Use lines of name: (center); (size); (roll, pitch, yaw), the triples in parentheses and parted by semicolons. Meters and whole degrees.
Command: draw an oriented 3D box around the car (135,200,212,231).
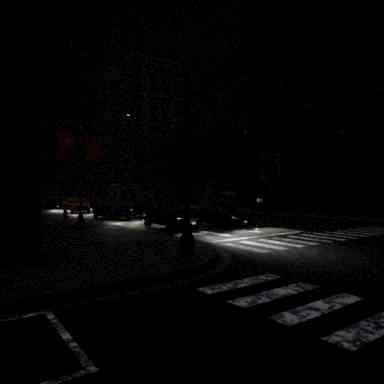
car: (-1.316, 1.470, 20.498); (2.128, 1.511, 4.902); (0, 0, -36)

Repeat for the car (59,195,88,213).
car: (-12.637, 1.426, 36.236); (1.882, 1.535, 5.008); (0, 0, -35)

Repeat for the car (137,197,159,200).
car: (-3.594, 1.313, 29.227); (2.097, 1.767, 4.553); (0, 0, -36)

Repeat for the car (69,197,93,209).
car: (-15.272, 1.457, 45.528); (1.812, 1.442, 4.674); (0, 0, -35)

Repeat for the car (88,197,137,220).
car: (-6.867, 1.441, 28.212); (1.882, 1.535, 5.008); (0, 0, -36)

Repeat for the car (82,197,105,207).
car: (-15.283, 1.520, 51.365); (1.895, 1.301, 4.718); (0, 0, -36)

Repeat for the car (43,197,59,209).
car: (-18.395, 1.535, 44.310); (1.895, 1.301, 4.718); (0, 0, -35)

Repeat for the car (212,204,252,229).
car: (1.805, 1.500, 21.758); (1.812, 1.442, 4.674); (0, 0, -37)
